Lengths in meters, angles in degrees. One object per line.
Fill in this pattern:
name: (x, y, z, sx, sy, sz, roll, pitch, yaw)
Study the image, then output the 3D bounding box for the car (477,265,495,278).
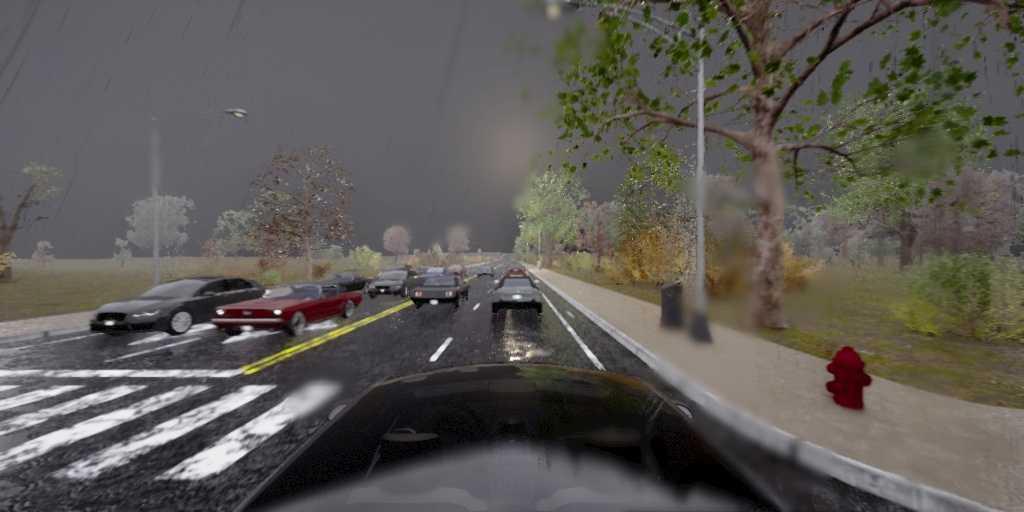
car: (-2.915, 1.745, 41.286, 2.033, 1.411, 5.357, 0, -1, 1)

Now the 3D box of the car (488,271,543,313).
car: (0.202, 1.488, 15.097, 1.994, 1.385, 4.181, 0, -1, 0)

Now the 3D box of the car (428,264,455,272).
car: (-6.326, 1.620, 30.276, 1.812, 1.442, 4.674, 0, -1, 1)

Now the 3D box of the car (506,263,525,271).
car: (0.423, 1.532, 40.309, 2.097, 1.767, 4.553, 0, -1, 1)

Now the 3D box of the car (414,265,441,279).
car: (-9.488, 1.764, 40.366, 1.994, 1.385, 4.181, 0, 0, 1)

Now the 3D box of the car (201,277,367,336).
car: (-6.509, 1.497, 11.057, 1.895, 1.301, 4.718, 0, -1, 1)

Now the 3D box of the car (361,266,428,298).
car: (-6.428, 1.497, 20.290, 1.837, 1.490, 4.892, 0, -1, 1)

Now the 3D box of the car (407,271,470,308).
car: (-3.040, 1.545, 16.311, 1.895, 1.301, 4.718, 0, -1, 0)

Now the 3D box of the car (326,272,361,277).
car: (-9.675, 1.601, 20.392, 1.895, 1.301, 4.718, 0, -1, 1)

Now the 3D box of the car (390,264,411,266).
car: (-9.575, 1.453, 30.225, 2.097, 1.767, 4.553, 0, -1, 1)

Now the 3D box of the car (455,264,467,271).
car: (-6.236, 1.673, 40.409, 1.882, 1.535, 5.008, 0, 0, 1)

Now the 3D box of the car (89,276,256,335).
car: (-9.758, 1.409, 11.158, 1.837, 1.490, 4.892, 0, -1, 1)
